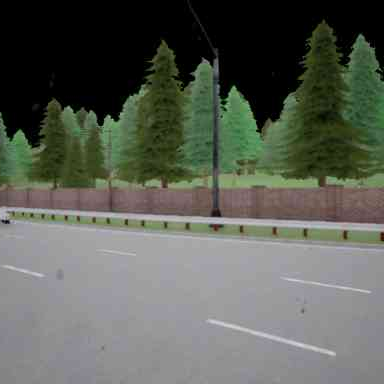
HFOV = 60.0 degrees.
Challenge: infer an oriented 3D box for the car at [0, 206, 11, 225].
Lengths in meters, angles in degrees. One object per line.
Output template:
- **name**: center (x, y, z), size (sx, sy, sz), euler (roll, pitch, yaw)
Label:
- **car**: center (-14.129, 1.484, 22.652), size (4.674, 1.442, 1.812), euler (0, 0, 35)
